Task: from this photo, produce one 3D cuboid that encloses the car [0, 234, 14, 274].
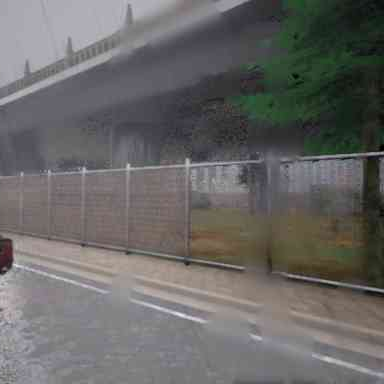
[{"bbox_3d":[-7.038,1.537,9.633,5.008,1.535,1.882,0,-1,39],"label":"car"}]
